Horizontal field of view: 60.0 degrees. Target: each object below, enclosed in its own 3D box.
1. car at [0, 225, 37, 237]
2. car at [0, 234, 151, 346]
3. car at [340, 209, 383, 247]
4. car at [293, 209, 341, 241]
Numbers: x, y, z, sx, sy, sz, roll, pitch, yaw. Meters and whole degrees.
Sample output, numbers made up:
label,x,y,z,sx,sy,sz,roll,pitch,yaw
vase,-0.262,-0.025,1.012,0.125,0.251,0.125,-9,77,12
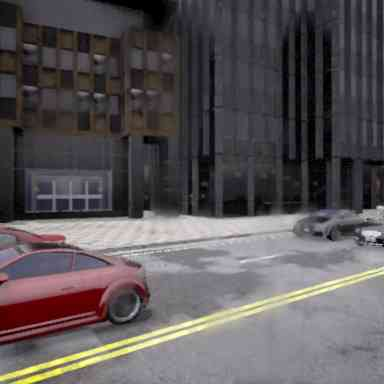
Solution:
label,x,y,z,sx,sy,sz,roll,pitch,yaw
car,-5.472,1.520,7.679,5.008,1.535,1.882,0,0,-36
car,-2.814,1.589,5.597,4.181,1.385,1.994,0,0,-36
car,8.599,1.456,13.658,4.902,1.511,2.128,0,0,-34
car,6.925,1.541,16.443,4.181,1.385,1.994,0,0,-34
